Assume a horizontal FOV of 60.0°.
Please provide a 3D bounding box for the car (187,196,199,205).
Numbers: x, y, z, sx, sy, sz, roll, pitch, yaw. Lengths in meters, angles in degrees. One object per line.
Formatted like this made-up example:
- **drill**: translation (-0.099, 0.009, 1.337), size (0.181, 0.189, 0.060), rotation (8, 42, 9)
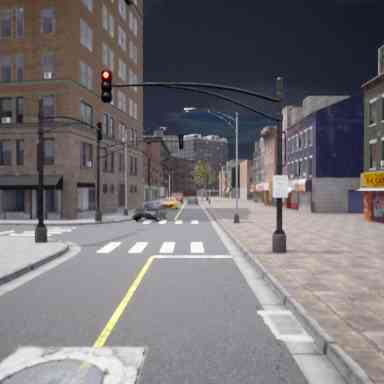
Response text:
- **car**: translation (0.119, 1.481, 59.117), size (2.128, 1.511, 4.902), rotation (0, 0, 0)

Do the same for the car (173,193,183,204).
- **car**: translation (-2.773, 1.213, 62.619), size (2.150, 2.045, 5.566), rotation (0, 0, 0)

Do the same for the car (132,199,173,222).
- **car**: translation (-3.186, 1.538, 26.606), size (2.033, 1.411, 5.357), rotation (0, 0, 7)

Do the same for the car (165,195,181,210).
- **car**: translation (-2.835, 1.466, 43.192), size (1.882, 1.535, 5.008), rotation (0, 0, 0)
